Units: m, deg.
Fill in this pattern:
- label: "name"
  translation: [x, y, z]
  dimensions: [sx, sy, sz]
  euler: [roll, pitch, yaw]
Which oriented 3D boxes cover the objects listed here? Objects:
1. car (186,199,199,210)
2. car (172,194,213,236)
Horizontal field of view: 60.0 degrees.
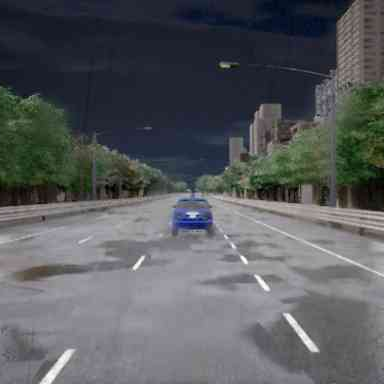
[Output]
- label: "car"
  translation: [0.098, 1.817, 48.565]
  dimensions: [1.837, 1.490, 4.892]
  euler: [0, 0, 0]
- label: "car"
  translation: [0.041, 1.338, 19.475]
  dimensions: [2.150, 2.045, 5.566]
  euler: [0, 0, 0]
